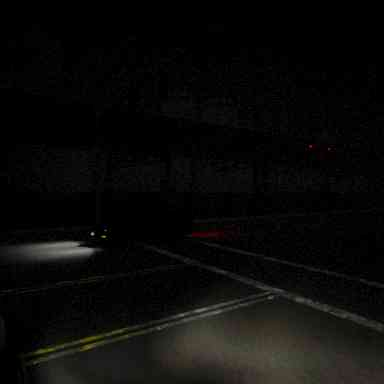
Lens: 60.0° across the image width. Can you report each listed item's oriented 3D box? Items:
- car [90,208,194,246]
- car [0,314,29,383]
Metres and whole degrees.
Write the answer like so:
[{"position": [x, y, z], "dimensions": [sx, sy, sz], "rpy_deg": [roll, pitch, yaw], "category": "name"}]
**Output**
[{"position": [-2.184, 1.506, 15.334], "dimensions": [4.892, 1.490, 1.837], "rpy_deg": [0, 0, -36], "category": "car"}, {"position": [-3.644, 1.221, 1.177], "dimensions": [5.566, 2.045, 2.150], "rpy_deg": [0, 0, -35], "category": "car"}]
